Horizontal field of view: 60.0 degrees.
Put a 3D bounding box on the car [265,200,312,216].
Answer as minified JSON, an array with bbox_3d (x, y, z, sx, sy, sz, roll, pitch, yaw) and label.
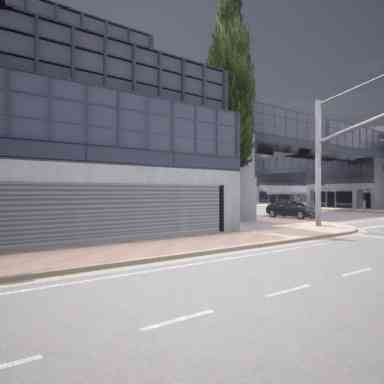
[{"bbox_3d":[9.633,1.564,33.445,1.994,1.385,4.181,0,0,-37],"label":"car"}]

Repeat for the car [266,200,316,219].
[{"bbox_3d":[8.666,1.505,28.893,1.837,1.490,4.892,0,0,-37],"label":"car"}]
